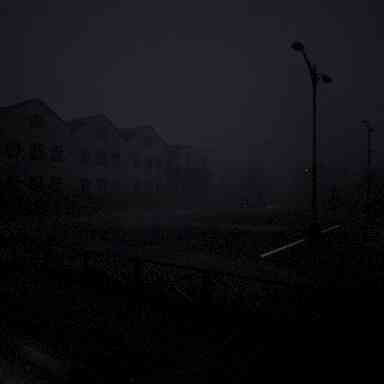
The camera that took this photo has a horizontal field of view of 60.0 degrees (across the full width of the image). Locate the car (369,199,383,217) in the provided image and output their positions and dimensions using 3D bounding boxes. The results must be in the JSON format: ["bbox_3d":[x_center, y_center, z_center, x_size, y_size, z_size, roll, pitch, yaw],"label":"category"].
[{"bbox_3d":[15.523,1.298,26.745,2.007,1.523,4.514,0,0,35],"label":"car"}]

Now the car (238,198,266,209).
[{"bbox_3d":[7.748,1.409,42.215,1.895,1.301,4.718,0,0,36],"label":"car"}]
